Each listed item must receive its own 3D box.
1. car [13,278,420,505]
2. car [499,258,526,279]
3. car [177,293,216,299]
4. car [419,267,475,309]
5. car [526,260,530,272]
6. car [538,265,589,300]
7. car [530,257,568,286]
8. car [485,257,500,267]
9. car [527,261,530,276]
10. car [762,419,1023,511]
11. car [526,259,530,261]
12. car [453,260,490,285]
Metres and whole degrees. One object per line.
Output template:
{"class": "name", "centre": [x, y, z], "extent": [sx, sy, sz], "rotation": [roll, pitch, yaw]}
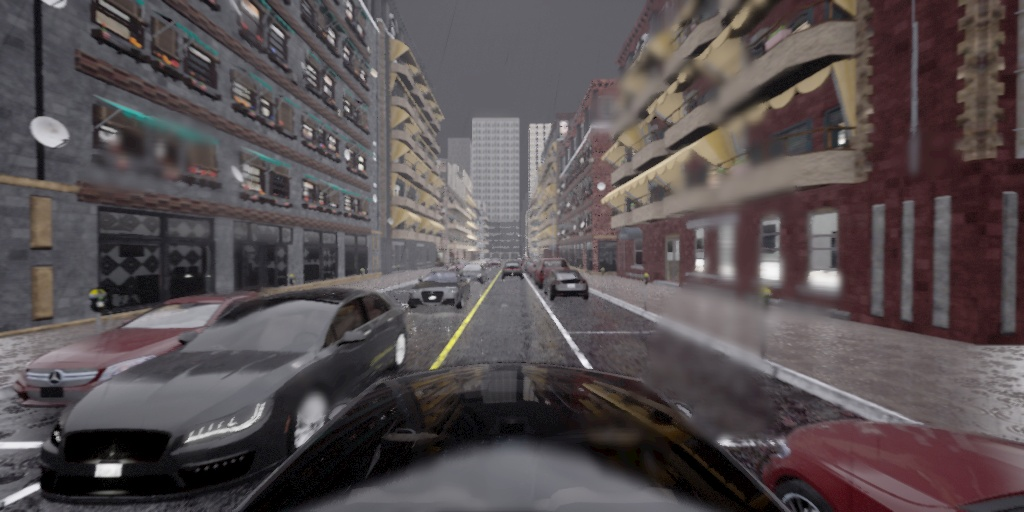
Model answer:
{"class": "car", "centre": [-2.853, 1.258, 4.953], "extent": [1.837, 1.490, 4.892], "rotation": [0, 0, 0]}
{"class": "car", "centre": [0.034, 1.247, 32.206], "extent": [1.837, 1.490, 4.892], "rotation": [0, 0, 0]}
{"class": "car", "centre": [-5.322, 1.339, 6.244], "extent": [1.802, 1.307, 4.207], "rotation": [0, 0, 0]}
{"class": "car", "centre": [-2.864, 1.314, 14.904], "extent": [1.994, 1.385, 4.181], "rotation": [0, 0, 0]}
{"class": "car", "centre": [2.495, 1.318, 34.029], "extent": [1.802, 1.307, 4.207], "rotation": [0, 0, 0]}
{"class": "car", "centre": [2.533, 1.307, 17.382], "extent": [1.948, 1.339, 4.313], "rotation": [0, 0, 0]}
{"class": "car", "centre": [2.521, 1.054, 22.931], "extent": [2.192, 1.841, 5.009], "rotation": [0, 0, 0]}
{"class": "car", "centre": [-2.918, 1.083, 61.697], "extent": [2.097, 1.767, 4.553], "rotation": [0, 0, 0]}
{"class": "car", "centre": [2.508, 1.288, 28.479], "extent": [2.007, 1.370, 4.403], "rotation": [0, 0, 0]}
{"class": "car", "centre": [2.576, 1.329, 0.735], "extent": [1.802, 1.307, 4.207], "rotation": [0, 0, 0]}
{"class": "car", "centre": [2.482, 1.315, 39.578], "extent": [1.802, 1.307, 4.207], "rotation": [0, 0, 0]}
{"class": "car", "centre": [-2.844, 1.273, 26.096], "extent": [1.812, 1.442, 4.674], "rotation": [0, 0, 0]}
